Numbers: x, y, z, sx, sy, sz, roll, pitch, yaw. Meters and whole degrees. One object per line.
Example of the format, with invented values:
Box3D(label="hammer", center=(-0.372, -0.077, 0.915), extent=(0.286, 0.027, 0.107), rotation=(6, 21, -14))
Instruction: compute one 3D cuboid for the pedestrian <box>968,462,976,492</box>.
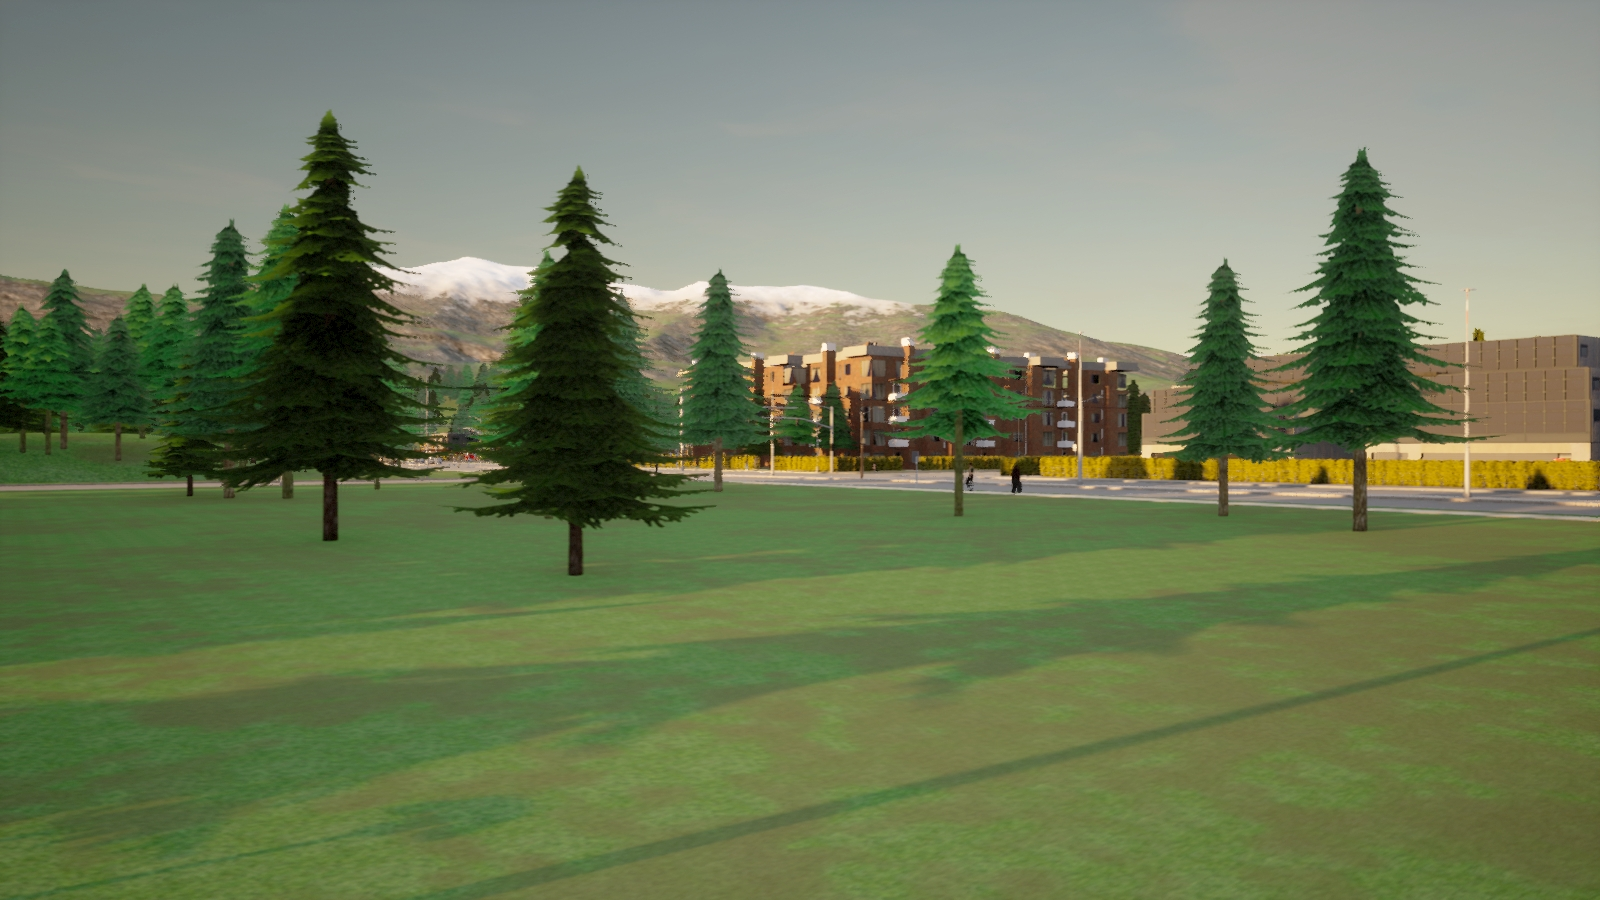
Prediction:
Box3D(label="pedestrian", center=(10.805, 1.696, 71.801), extent=(0.375, 1.860, 0.375), rotation=(0, 0, -36))

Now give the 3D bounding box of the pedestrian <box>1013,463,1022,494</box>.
Box3D(label="pedestrian", center=(12.890, 1.696, 67.841), extent=(0.375, 1.860, 0.375), rotation=(0, 0, -36))
